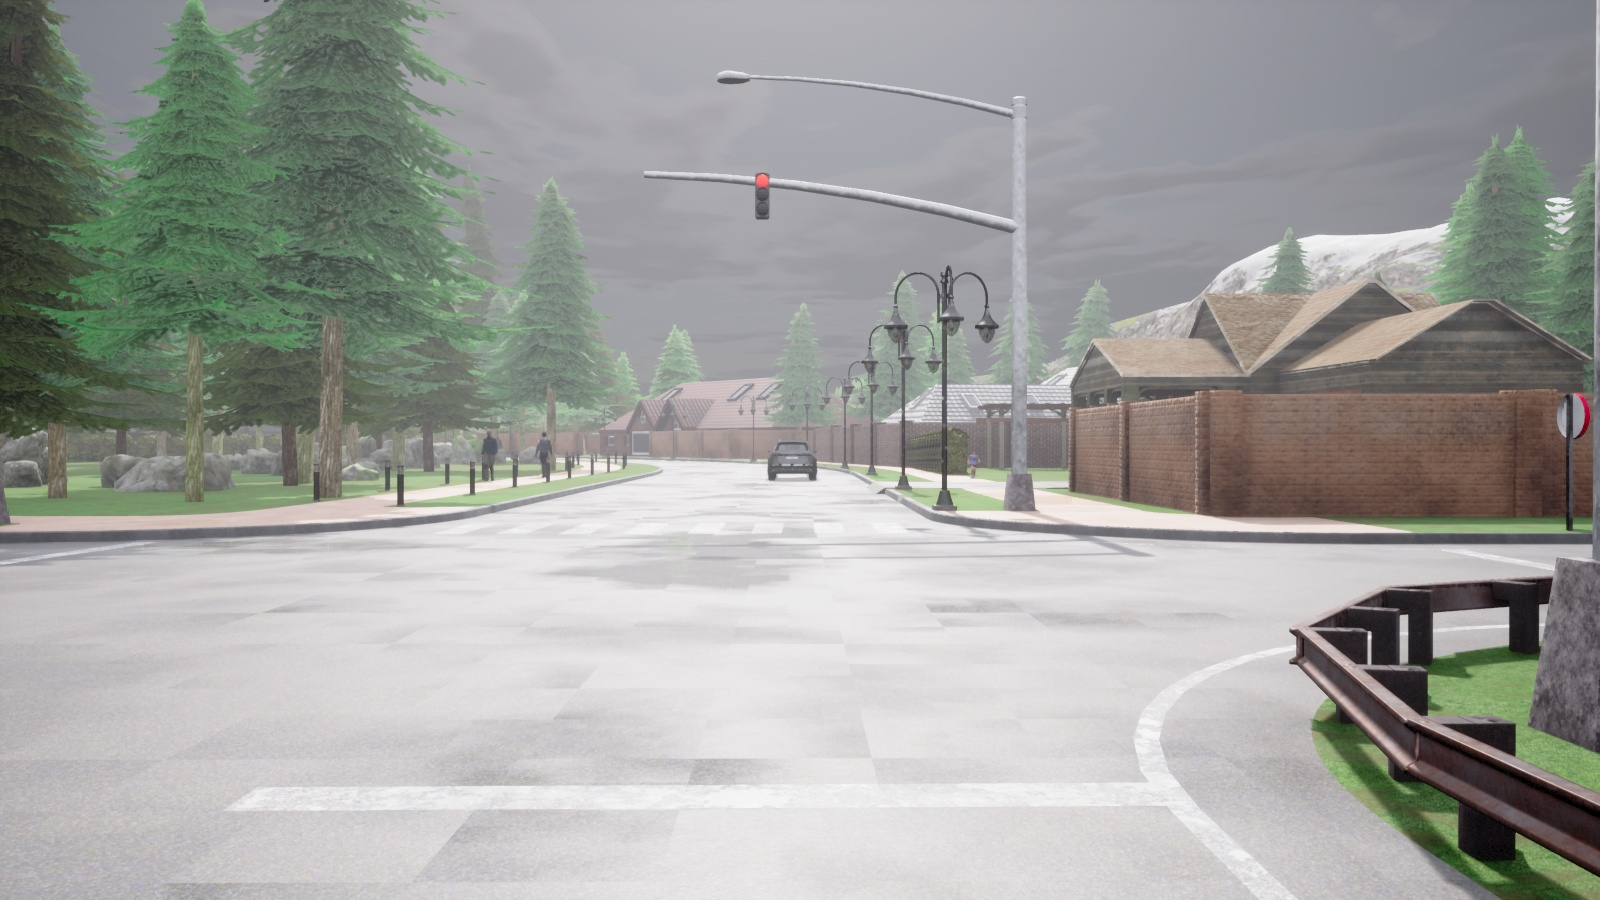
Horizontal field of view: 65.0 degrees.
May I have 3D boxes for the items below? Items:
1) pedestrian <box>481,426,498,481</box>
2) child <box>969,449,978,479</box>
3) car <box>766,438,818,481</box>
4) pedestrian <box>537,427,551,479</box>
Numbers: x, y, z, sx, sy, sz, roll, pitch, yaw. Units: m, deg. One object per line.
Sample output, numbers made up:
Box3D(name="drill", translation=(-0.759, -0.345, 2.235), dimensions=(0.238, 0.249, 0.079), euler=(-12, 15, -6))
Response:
Box3D(name="pedestrian", translation=(-10.553, 0.123, 42.674), dimensions=(0.402, 1.842, 0.726), euler=(0, 0, 2))
Box3D(name="child", translation=(6.371, 0.507, 46.152), dimensions=(0.255, 1.110, 0.394), euler=(0, 0, -5))
Box3D(name="car", translation=(-0.308, 0.358, 51.195), dimensions=(2.033, 1.649, 4.856), euler=(0, 0, 0))
Box3D(name="pedestrian", translation=(-9.700, 0.096, 47.568), dimensions=(0.423, 1.949, 0.788), euler=(0, 0, -3))
